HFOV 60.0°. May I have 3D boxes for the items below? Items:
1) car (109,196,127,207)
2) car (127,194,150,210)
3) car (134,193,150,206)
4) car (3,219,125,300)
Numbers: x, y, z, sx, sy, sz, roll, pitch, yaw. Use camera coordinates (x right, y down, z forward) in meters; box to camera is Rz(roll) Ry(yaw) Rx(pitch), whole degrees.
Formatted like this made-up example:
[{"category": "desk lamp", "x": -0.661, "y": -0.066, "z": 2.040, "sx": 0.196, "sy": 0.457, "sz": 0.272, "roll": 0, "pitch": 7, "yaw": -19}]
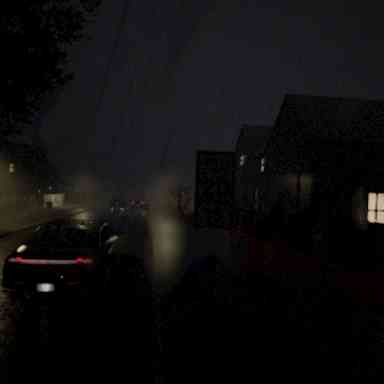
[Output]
[{"category": "car", "x": -9.397, "y": 1.195, "z": 42.834, "sx": 1.994, "sy": 1.385, "sz": 4.181, "roll": 2, "pitch": 0, "yaw": -6}, {"category": "car", "x": -6.142, "y": 1.282, "z": 38.968, "sx": 1.812, "sy": 1.442, "sz": 4.674, "roll": 2, "pitch": 0, "yaw": -5}, {"category": "car", "x": -7.268, "y": 1.066, "z": 48.701, "sx": 2.097, "sy": 1.767, "sz": 4.553, "roll": 2, "pitch": 0, "yaw": -6}, {"category": "car", "x": -2.785, "y": 1.419, "z": 8.148, "sx": 2.128, "sy": 1.511, "sz": 4.902, "roll": 2, "pitch": 0, "yaw": -6}]
